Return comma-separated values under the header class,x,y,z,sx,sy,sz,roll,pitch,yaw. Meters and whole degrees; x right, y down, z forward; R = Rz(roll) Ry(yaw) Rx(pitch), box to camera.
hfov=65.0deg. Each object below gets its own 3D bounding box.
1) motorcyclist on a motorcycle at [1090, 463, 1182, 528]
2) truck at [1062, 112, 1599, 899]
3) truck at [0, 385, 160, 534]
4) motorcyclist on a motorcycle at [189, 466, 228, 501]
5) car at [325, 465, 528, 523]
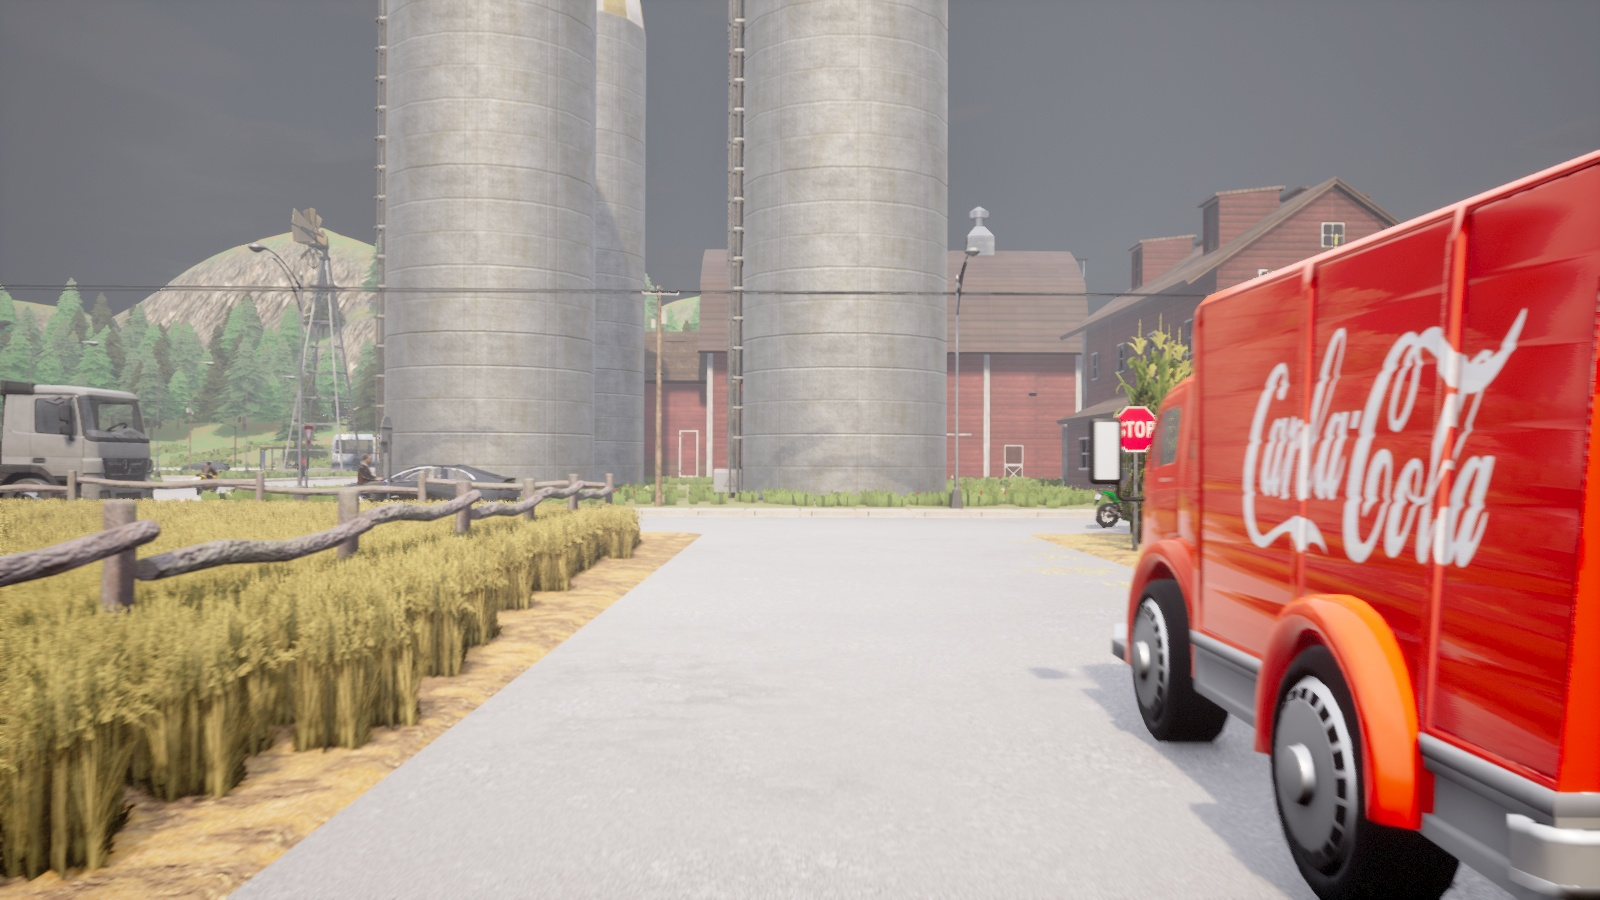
class,x,y,z,sx,sy,sz,roll,pitch,yaw
motorcyclist on a motorcycle,8.235,1.099,30.817,2.044,1.523,0.797,0,1,-11
truck,3.084,0.397,5.812,2.627,2.467,5.204,0,-1,0
truck,-20.391,0.248,30.747,7.936,3.462,2.891,0,-1,0
motorcyclist on a motorcycle,-26.154,1.467,55.522,0.797,1.523,2.044,0,-1,-1
car,-10.118,1.178,34.289,4.902,1.511,2.128,0,-1,0
